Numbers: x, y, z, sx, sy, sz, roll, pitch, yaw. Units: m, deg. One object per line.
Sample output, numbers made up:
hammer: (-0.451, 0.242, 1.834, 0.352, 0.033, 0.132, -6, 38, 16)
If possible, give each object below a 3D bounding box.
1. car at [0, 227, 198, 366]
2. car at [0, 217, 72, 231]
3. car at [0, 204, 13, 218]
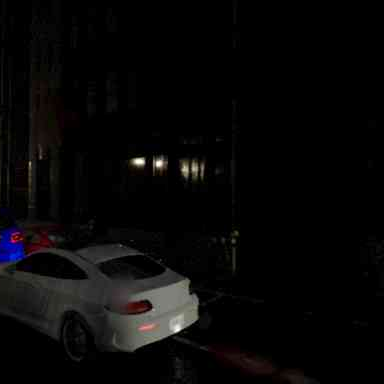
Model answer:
car: (-2.051, 1.603, 5.898, 4.674, 1.442, 1.812, 0, -1, 37)
car: (-4.568, 1.668, 10.106, 4.507, 1.381, 1.887, 0, -1, 37)
car: (-6.977, 1.321, 9.344, 5.566, 2.045, 2.150, 0, -1, 35)
